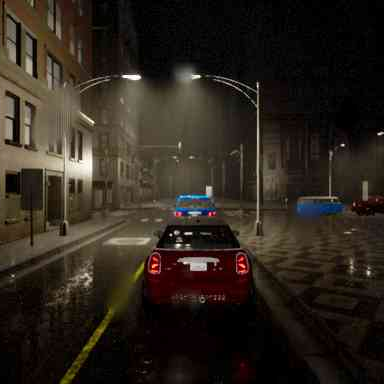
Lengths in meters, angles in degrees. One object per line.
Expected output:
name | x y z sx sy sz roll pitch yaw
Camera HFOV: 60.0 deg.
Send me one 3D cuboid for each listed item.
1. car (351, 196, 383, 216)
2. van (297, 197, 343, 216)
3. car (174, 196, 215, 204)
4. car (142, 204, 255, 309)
car | 17.421 1.322 30.842 5.009 1.841 2.192 0 0 -1
van | 11.780 1.350 30.766 3.998 1.788 1.690 0 0 -1
car | 0.132 1.208 17.887 2.150 2.045 5.566 0 0 0
car | 0.116 1.346 8.030 2.097 1.767 4.553 0 0 0
